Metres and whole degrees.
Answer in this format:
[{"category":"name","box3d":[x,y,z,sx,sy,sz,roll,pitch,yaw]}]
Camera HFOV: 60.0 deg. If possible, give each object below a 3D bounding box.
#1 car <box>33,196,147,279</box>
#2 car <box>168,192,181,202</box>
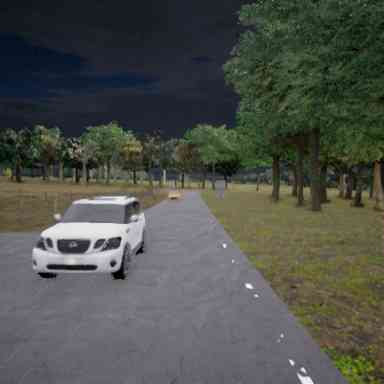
[{"category":"car","box3d":[-2.747,1.186,10.329,2.150,2.045,5.566,1,1,0]},{"category":"car","box3d":[-2.814,0.682,53.161,1.882,1.535,5.008,0,2,0]}]
